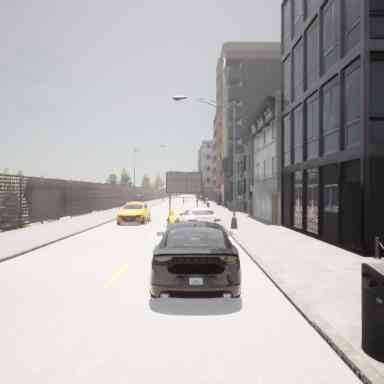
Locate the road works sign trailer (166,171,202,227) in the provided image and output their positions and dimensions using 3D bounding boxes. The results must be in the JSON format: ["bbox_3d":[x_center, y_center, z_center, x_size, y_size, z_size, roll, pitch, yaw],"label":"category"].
[{"bbox_3d":[-0.567,0.464,21.385,2.380,3.560,2.880,0,0,-17],"label":"road works sign trailer"}]

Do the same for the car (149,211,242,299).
[{"bbox_3d":[0.072,1.477,8.540,1.882,1.535,5.008,0,0,0],"label":"car"}]

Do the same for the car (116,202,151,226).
[{"bbox_3d":[-4.075,1.477,23.803,1.882,1.535,5.008,0,0,0],"label":"car"}]

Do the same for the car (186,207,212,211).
[{"bbox_3d":[0.355,1.540,17.892,1.812,1.442,4.674,0,-1,-8],"label":"car"}]
